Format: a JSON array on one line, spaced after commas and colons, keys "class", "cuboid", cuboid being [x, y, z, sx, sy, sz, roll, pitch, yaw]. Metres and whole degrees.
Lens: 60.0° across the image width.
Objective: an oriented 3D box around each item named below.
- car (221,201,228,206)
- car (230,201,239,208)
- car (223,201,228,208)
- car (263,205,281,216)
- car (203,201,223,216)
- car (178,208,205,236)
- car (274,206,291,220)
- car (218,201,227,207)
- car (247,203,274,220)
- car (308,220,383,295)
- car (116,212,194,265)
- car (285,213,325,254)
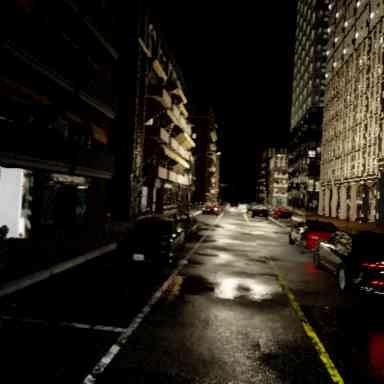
[{"class": "car", "cuboid": [8.958, 3.107, 92.200, 1.802, 1.307, 4.206, 3, -1, 7]}, {"class": "car", "cuboid": [9.543, 2.837, 75.281, 1.882, 1.535, 5.008, 3, -1, 7]}, {"class": "car", "cuboid": [6.635, 2.733, 73.785, 2.008, 1.369, 4.403, 3, -1, 7]}, {"class": "car", "cuboid": [12.047, 2.764, 50.301, 2.008, 1.369, 4.403, 3, -1, 7]}, {"class": "car", "cuboid": [2.310, 2.003, 40.178, 1.967, 1.590, 4.097, 3, -1, 7]}, {"class": "car", "cuboid": [-0.605, 1.680, 17.604, 1.752, 1.417, 4.829, 3, -1, 7]}, {"class": "car", "cuboid": [10.603, 2.553, 39.098, 1.887, 1.381, 4.507, 3, -1, 7]}, {"class": "car", "cuboid": [7.358, 2.838, 79.385, 2.008, 1.369, 4.403, 3, -1, 7]}, {"class": "car", "cuboid": [7.941, 2.354, 39.152, 2.128, 1.511, 4.902, 3, -1, 8]}, {"class": "car", "cuboid": [4.879, 1.876, 9.585, 1.837, 1.490, 4.892, 3, -1, 9]}, {"class": "car", "cuboid": [-1.308, 1.624, 12.170, 1.947, 1.339, 4.313, 3, -1, 7]}, {"class": "car", "cuboid": [5.761, 2.009, 15.501, 1.812, 1.442, 4.674, 3, -1, 7]}]
